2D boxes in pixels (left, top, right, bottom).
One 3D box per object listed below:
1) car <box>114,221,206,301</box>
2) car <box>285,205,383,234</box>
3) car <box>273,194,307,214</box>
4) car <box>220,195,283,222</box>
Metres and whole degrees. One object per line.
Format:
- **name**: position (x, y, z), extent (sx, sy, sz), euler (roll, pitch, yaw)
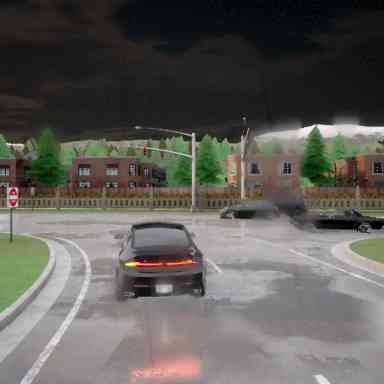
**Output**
- **car**: position (-0.888, 1.505, 8.418), extent (1.837, 1.490, 4.892), euler (0, 0, -9)
- **car**: position (7.988, 1.601, 18.730), extent (4.718, 1.301, 1.895), euler (0, 0, 6)
- **car**: position (7.295, 1.221, 29.361), extent (5.566, 2.045, 2.150), euler (0, 0, 6)
- **car**: position (4.463, 1.352, 26.139), extent (4.553, 1.767, 2.097), euler (0, 0, 6)
